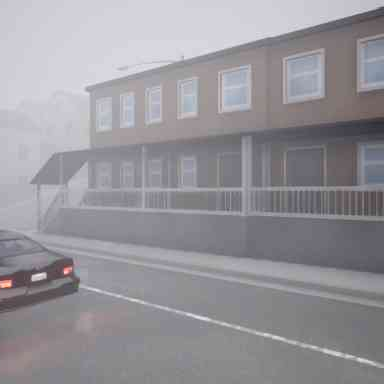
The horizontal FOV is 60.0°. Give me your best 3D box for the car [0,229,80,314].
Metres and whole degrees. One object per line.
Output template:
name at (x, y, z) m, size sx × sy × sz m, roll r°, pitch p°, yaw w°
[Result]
car at (-4.737, 1.547, 7.343) m, size 5.357 × 1.411 × 2.033 m, roll 0°, pitch 0°, yaw 36°
